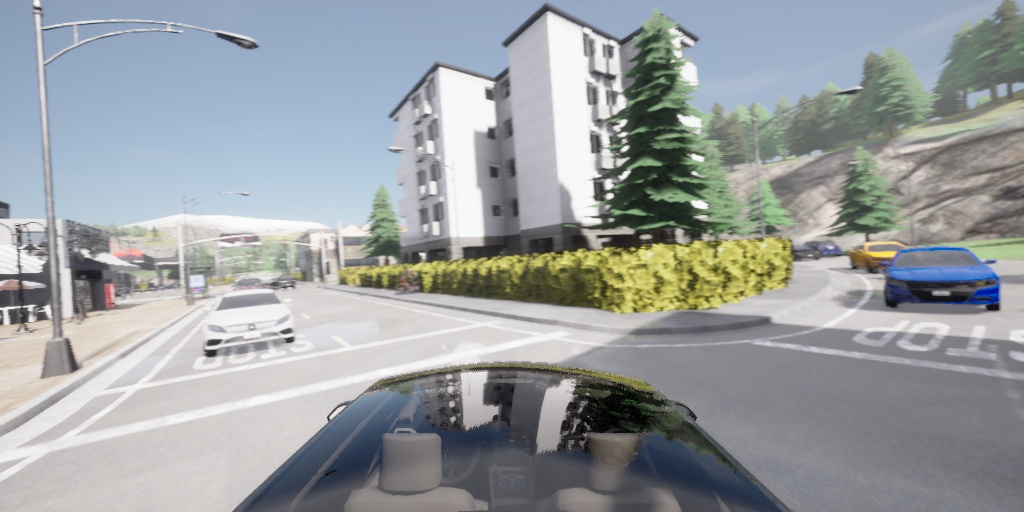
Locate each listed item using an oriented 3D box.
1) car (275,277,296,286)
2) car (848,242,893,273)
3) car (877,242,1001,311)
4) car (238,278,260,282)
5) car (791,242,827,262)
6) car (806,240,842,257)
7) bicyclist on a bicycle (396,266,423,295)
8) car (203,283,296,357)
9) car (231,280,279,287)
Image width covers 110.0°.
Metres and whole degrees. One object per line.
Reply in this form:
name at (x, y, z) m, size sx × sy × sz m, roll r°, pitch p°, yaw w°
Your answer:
car at (-26.313, 3.213, 40.916) m, size 4.902 × 1.511 × 2.128 m, roll -8°, pitch -3°, yaw 42°
car at (19.584, -0.008, 19.029) m, size 1.882 × 1.535 × 5.008 m, roll -4°, pitch 0°, yaw 32°
car at (11.812, 0.481, 10.082) m, size 5.008 × 1.535 × 1.882 m, roll -4°, pitch 0°, yaw -43°
car at (-19.316, 2.428, 26.424) m, size 2.097 × 1.767 × 4.553 m, roll -4°, pitch 0°, yaw -36°
car at (25.413, -0.255, 31.982) m, size 1.994 × 1.385 × 4.181 m, roll -4°, pitch 0°, yaw 14°
car at (29.603, -0.740, 35.110) m, size 2.097 × 1.767 × 4.553 m, roll -4°, pitch 0°, yaw 8°
bicyclist on a bicycle at (-5.935, 1.417, 20.695) m, size 1.656 × 1.620 × 0.582 m, roll -3°, pitch -1°, yaw -36°
car at (-7.452, 1.690, 10.237) m, size 1.812 × 1.442 × 4.674 m, roll -4°, pitch -1°, yaw -36°
car at (-13.408, 2.170, 18.356) m, size 2.033 × 1.411 × 5.357 m, roll -4°, pitch 0°, yaw -36°
